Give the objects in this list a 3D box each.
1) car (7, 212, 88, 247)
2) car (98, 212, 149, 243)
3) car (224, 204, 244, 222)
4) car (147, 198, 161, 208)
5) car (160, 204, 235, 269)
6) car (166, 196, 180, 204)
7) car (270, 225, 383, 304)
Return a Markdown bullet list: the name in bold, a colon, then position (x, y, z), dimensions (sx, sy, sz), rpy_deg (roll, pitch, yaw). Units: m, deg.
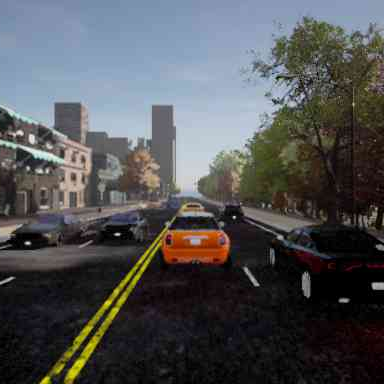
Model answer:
- **car**: position (-6.596, 1.701, 16.032), dimensions (2.033, 1.411, 5.357), rpy_deg (0, -1, 0)
- **car**: position (-3.345, 1.726, 16.893), dimensions (1.994, 1.385, 4.181), rpy_deg (0, -1, 0)
- **car**: position (3.357, 1.781, 28.789), dimensions (1.837, 1.490, 4.892), rpy_deg (0, -1, 0)
- **car**: position (-6.536, 1.902, 57.807), dimensions (2.097, 1.767, 4.553), rpy_deg (0, -1, 1)
- **car**: position (0.104, 1.465, 11.678), dimensions (2.097, 1.767, 4.553), rpy_deg (0, -1, 0)
- **car**: position (-3.278, 1.775, 58.087), dimensions (2.150, 2.045, 5.566), rpy_deg (0, -1, 1)
- **car**: position (3.353, 1.560, 8.436), dimensions (1.882, 1.535, 5.008), rpy_deg (0, -1, 0)
